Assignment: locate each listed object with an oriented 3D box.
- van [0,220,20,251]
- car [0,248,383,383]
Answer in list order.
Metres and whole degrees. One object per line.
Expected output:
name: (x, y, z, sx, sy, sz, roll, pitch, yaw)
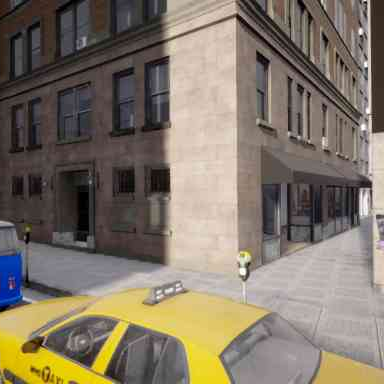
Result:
van: (-4.928, 1.342, 6.384, 3.998, 1.788, 1.690, 0, -1, 36)
car: (-0.452, 1.526, 3.182, 4.829, 1.417, 1.752, 0, -1, 36)
